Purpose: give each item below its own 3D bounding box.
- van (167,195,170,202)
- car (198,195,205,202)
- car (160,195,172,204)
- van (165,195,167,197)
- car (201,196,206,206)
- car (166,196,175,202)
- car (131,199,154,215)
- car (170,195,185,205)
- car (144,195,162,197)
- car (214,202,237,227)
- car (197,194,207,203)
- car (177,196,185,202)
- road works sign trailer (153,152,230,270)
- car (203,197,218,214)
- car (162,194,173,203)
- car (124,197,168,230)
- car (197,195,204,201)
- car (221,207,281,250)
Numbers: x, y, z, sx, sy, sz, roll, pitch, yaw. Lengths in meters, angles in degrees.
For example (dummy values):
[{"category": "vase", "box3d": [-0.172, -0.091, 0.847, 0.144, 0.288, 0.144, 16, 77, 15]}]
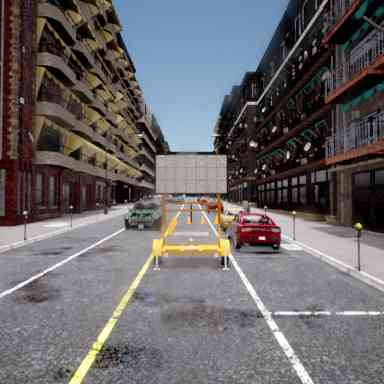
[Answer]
[{"category": "van", "box3d": [-5.409, 1.475, 58.658, 1.690, 1.788, 3.998, 1, 0, 0]}, {"category": "car", "box3d": [2.467, 1.678, 58.612, 1.887, 1.381, 4.507, 1, 0, 0]}, {"category": "car", "box3d": [-5.431, 1.494, 69.719, 2.192, 1.841, 5.009, 1, 0, 0]}, {"category": "van", "box3d": [-5.397, 1.454, 53.126, 1.690, 1.788, 3.998, 2, 0, 0]}, {"category": "car", "box3d": [2.500, 1.629, 42.020, 2.008, 1.369, 4.403, 1, 0, 0]}, {"category": "car", "box3d": [-5.471, 1.822, 86.310, 1.947, 1.339, 4.313, 1, 0, 0]}, {"category": "car", "box3d": [-5.368, 1.589, 36.365, 1.752, 1.417, 4.829, 2, 0, 0]}, {"category": "car", "box3d": [-2.930, 1.694, 62.214, 2.033, 1.411, 5.357, 0, 0, 0]}, {"category": "car", "box3d": [-5.374, 1.394, 42.067, 2.192, 1.841, 5.009, 2, 0, 0]}, {"category": "car", "box3d": [2.546, 1.551, 20.068, 1.752, 1.417, 4.829, 1, 0, 0]}, {"category": "car", "box3d": [2.392, 1.544, 80.736, 2.192, 1.841, 5.009, 1, 0, 0]}, {"category": "car", "box3d": [-2.927, 1.759, 88.180, 2.128, 1.511, 4.902, 0, 0, 0]}, {"category": "road works sign trailer", "box3d": [-0.022, 0.475, 11.027, 2.380, 3.560, 2.880, 0, 0, 0]}, {"category": "car", "box3d": [2.512, 1.609, 36.488, 1.887, 1.381, 4.507, 1, 0, 0]}, {"category": "car", "box3d": [-5.442, 1.518, 75.248, 2.192, 1.841, 5.009, 1, 0, 0]}, {"category": "car", "box3d": [-2.892, 1.380, 21.110, 2.097, 1.767, 4.553, 0, 0, 0]}, {"category": "car", "box3d": [2.366, 1.726, 91.799, 1.967, 1.590, 4.097, 1, 0, 0]}, {"category": "car", "box3d": [2.557, 1.561, 14.366, 1.887, 1.381, 4.507, 1, 0, 0]}]
